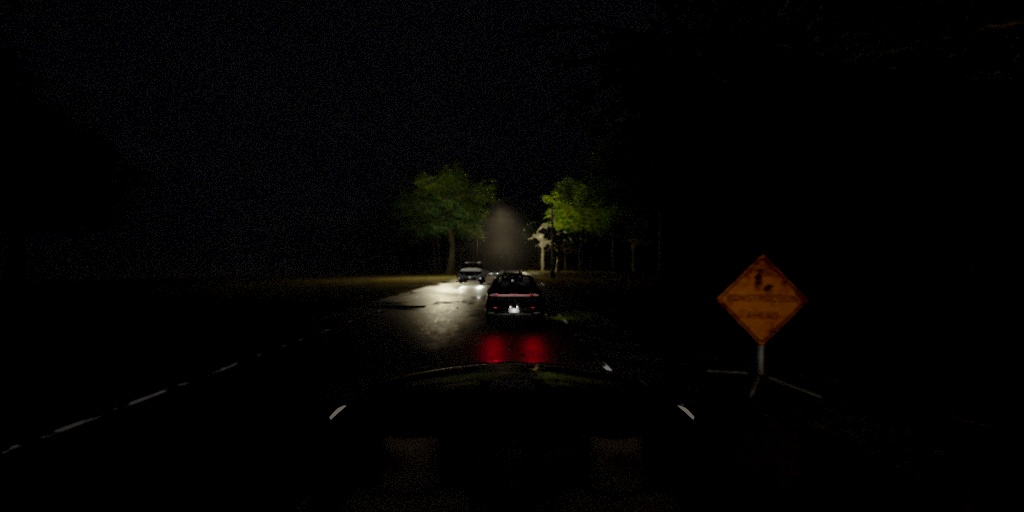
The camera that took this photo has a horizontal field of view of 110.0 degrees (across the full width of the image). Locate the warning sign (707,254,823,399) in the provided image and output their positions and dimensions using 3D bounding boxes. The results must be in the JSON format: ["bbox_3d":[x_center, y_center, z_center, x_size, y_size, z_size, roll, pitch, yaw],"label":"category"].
[{"bbox_3d":[3.546,0.904,5.146,1.300,1.860,1.060,0,0,0],"label":"warning sign"}]

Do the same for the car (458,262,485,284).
[{"bbox_3d":[-3.658,1.555,33.732,2.150,2.045,5.566,0,-1,0],"label":"car"}]

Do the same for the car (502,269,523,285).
[{"bbox_3d":[0.036,1.932,33.653,1.895,1.301,4.718,0,-1,0],"label":"car"}]

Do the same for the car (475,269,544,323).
[{"bbox_3d":[0.067,1.395,12.790,2.128,1.511,4.902,0,-1,0],"label":"car"}]
